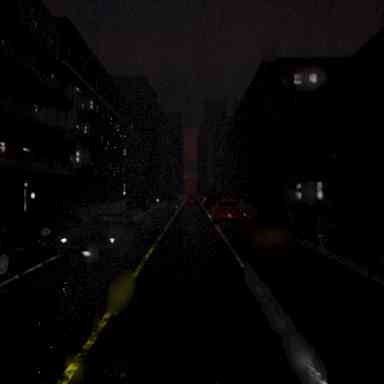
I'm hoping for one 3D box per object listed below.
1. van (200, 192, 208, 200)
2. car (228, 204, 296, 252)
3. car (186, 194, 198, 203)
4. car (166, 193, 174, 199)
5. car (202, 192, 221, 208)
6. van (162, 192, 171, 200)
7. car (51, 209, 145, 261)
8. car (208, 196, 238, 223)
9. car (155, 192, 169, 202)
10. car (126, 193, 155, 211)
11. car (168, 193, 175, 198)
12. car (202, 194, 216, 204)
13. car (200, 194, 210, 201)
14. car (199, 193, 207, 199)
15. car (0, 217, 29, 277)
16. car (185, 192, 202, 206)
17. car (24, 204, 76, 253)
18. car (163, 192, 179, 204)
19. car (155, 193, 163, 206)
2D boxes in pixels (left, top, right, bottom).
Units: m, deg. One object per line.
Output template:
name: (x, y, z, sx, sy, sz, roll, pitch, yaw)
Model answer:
van: (2.683, 0.832, 75.552, 1.690, 1.788, 3.998, 0, 0, 0)
car: (2.694, 1.420, 13.134, 1.752, 1.417, 4.829, 0, 0, 0)
car: (-0.009, 1.128, 59.495, 2.033, 1.411, 5.357, 0, 0, 0)
car: (-5.700, 0.961, 86.765, 1.752, 1.417, 4.829, 0, 0, 0)
car: (2.689, 1.009, 41.413, 2.192, 1.841, 5.009, 0, 0, 0)
van: (-5.697, 0.832, 75.553, 1.690, 1.788, 3.998, 0, 0, 0)
car: (-3.104, 1.504, 12.068, 1.895, 1.301, 4.718, 0, 0, 0)
car: (2.356, 1.295, 23.365, 1.882, 1.535, 5.008, 0, 0, 0)
car: (-5.695, 0.868, 64.174, 2.192, 1.841, 5.009, 0, 0, 0)
car: (-5.690, 1.046, 35.724, 2.192, 1.841, 5.009, 0, 0, 0)
car: (-5.702, 0.991, 92.626, 1.802, 1.307, 4.206, 0, 0, 0)
car: (2.687, 1.062, 52.794, 1.967, 1.590, 4.097, 0, 0, 0)
car: (2.682, 1.103, 69.866, 1.802, 1.307, 4.206, 0, 0, 0)
car: (2.680, 1.006, 81.244, 1.887, 1.381, 4.507, 0, 0, 0)
car: (-5.686, 1.486, 7.277, 1.887, 1.381, 4.507, 0, 0, 0)
car: (0.039, 1.139, 46.623, 1.882, 1.535, 5.008, 0, 0, 1)
car: (-5.686, 1.336, 12.965, 1.967, 1.590, 4.097, 0, 0, 0)
car: (-3.084, 1.127, 52.645, 1.837, 1.490, 4.892, 0, 0, 0)
car: (-5.693, 1.209, 47.106, 2.008, 1.369, 4.403, 0, 0, 0)
